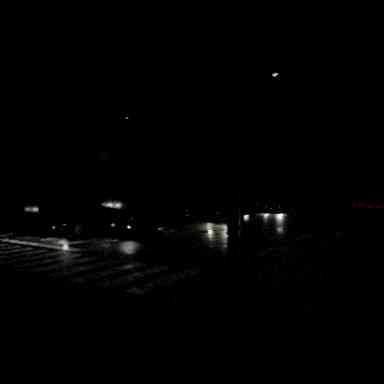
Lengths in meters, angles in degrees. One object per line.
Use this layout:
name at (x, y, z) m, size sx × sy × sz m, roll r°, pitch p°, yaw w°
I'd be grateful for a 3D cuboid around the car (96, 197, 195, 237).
car at (-2.485, 1.321, 19.335) m, size 2.150 × 2.045 × 5.566 m, roll -1°, pitch 0°, yaw 35°

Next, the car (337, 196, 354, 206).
car at (22.951, 1.294, 49.307) m, size 1.882 × 1.535 × 5.008 m, roll -1°, pitch 0°, yaw 35°

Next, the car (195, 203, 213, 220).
car at (-0.614, 1.583, 27.598) m, size 1.882 × 1.535 × 5.008 m, roll -1°, pitch 0°, yaw 35°

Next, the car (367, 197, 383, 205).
car at (27.926, 1.342, 50.696) m, size 1.895 × 1.301 × 4.718 m, roll -1°, pitch 0°, yaw 35°

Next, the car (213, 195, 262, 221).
car at (3.504, 1.261, 27.793) m, size 2.150 × 2.045 × 5.566 m, roll -1°, pitch 0°, yaw 35°

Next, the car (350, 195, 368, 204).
car at (29.329, 1.244, 58.322) m, size 2.128 × 1.511 × 4.902 m, roll -1°, pitch 0°, yaw 36°

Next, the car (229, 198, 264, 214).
car at (6.201, 1.514, 37.211) m, size 1.882 × 1.535 × 5.008 m, roll -1°, pitch 0°, yaw 35°

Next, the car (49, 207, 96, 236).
car at (-6.068, 1.665, 19.895) m, size 1.837 × 1.490 × 4.892 m, roll -1°, pitch 0°, yaw 35°

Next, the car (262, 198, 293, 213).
car at (9.558, 1.483, 36.325) m, size 1.837 × 1.490 × 4.892 m, roll -1°, pitch 0°, yaw 35°
